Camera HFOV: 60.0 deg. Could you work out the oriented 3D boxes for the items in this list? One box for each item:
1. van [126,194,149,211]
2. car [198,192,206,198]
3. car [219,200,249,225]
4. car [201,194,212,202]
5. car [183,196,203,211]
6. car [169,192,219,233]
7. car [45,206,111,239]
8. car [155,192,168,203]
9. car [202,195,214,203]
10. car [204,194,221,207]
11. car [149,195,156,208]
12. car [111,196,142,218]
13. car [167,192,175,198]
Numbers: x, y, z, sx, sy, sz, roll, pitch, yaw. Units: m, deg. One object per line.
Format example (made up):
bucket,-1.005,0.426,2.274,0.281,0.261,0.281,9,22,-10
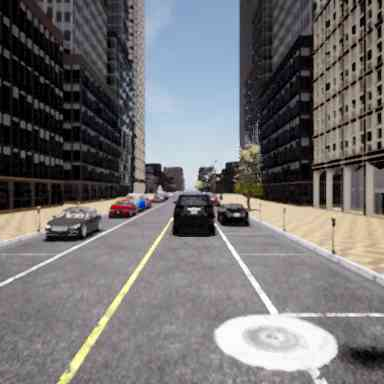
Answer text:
van,-5.683,1.079,33.514,1.690,1.788,3.998,0,0,0
car,2.703,0.709,90.417,1.967,1.590,4.097,0,0,0
car,2.695,1.394,22.118,1.947,1.339,4.313,0,0,0
car,2.699,1.030,62.129,1.752,1.417,4.829,0,0,0
car,0.103,1.253,37.567,2.033,1.411,5.357,0,0,0
car,0.101,1.075,18.892,2.150,2.045,5.566,0,0,0
car,-5.686,1.423,16.439,2.008,1.369,4.403,0,0,0
car,-5.681,0.993,56.282,1.967,1.590,4.097,0,0,0
car,2.699,1.136,56.268,1.802,1.307,4.206,0,0,0
car,2.698,1.087,44.883,1.967,1.590,4.097,0,0,0
car,-5.684,1.275,39.208,1.802,1.307,4.206,0,0,0
car,-5.685,1.328,27.823,1.887,1.381,4.507,0,0,0
car,-5.678,0.795,90.264,1.752,1.417,4.829,0,0,0
